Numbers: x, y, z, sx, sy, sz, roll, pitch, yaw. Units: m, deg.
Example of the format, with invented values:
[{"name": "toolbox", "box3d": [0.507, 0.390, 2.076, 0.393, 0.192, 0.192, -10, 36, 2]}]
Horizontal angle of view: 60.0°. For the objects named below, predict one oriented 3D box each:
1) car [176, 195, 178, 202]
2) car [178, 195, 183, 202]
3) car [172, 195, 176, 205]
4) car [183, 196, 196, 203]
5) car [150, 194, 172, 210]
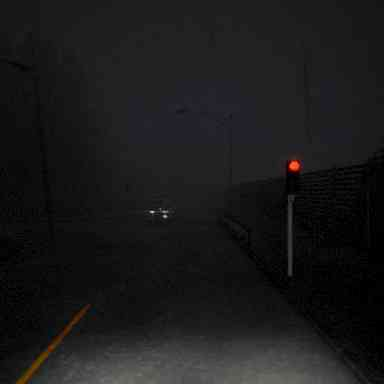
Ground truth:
[{"name": "car", "box3d": [-4.193, 1.525, 63.957, 1.812, 1.442, 4.674, 0, 0, 0]}, {"name": "car", "box3d": [-3.905, 1.500, 77.012, 4.892, 1.490, 1.837, 0, 0, 40]}, {"name": "car", "box3d": [-4.221, 1.352, 53.763, 2.097, 1.767, 4.553, 0, 0, 0]}, {"name": "car", "box3d": [-0.280, 1.526, 67.646, 1.812, 1.442, 4.674, 0, 0, -5]}, {"name": "car", "box3d": [-4.209, 1.221, 43.912, 2.150, 2.045, 5.566, 0, 0, 0]}]
